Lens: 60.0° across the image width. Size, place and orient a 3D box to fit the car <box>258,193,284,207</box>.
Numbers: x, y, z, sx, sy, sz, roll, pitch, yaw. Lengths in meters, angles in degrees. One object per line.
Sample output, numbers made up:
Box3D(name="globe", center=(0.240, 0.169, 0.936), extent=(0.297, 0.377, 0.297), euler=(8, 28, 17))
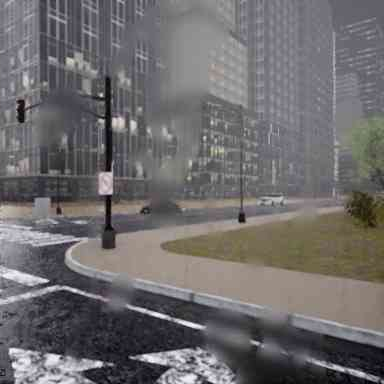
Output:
Box3D(name="car", center=(12.148, 1.166, 50.704), extent=(2.150, 2.045, 5.566), euler=(-1, -1, 37))

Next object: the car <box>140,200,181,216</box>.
Box3D(name="car", center=(-2.869, 1.471, 30.916), extent=(1.994, 1.385, 4.181), euler=(-1, 0, 37))
